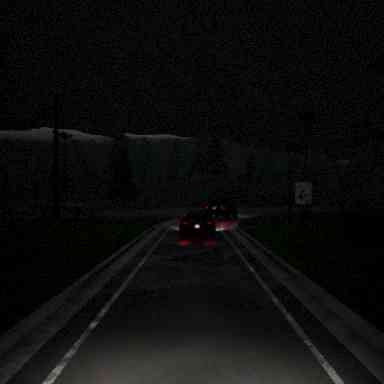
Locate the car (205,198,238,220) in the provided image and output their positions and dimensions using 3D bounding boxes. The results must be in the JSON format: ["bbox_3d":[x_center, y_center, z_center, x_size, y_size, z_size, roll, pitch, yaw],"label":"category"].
[{"bbox_3d":[2.855,1.557,31.929,2.150,2.045,5.566,0,-1,19],"label":"car"}]

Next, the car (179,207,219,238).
[{"bbox_3d":[0.365,1.764,19.207,1.994,1.385,4.181,0,-1,3],"label":"car"}]
